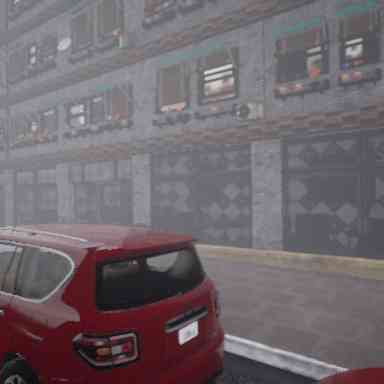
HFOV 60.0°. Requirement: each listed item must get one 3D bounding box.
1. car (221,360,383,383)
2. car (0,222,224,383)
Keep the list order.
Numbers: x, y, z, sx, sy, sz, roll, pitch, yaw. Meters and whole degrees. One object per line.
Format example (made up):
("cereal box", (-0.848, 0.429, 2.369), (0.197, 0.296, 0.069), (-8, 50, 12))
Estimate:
("car", (2.532, 1.545, 1.087), (4.507, 1.381, 1.887), (0, -1, 36))
("car", (-1.976, 1.314, 4.307), (5.009, 1.841, 2.192), (0, -1, 36))
